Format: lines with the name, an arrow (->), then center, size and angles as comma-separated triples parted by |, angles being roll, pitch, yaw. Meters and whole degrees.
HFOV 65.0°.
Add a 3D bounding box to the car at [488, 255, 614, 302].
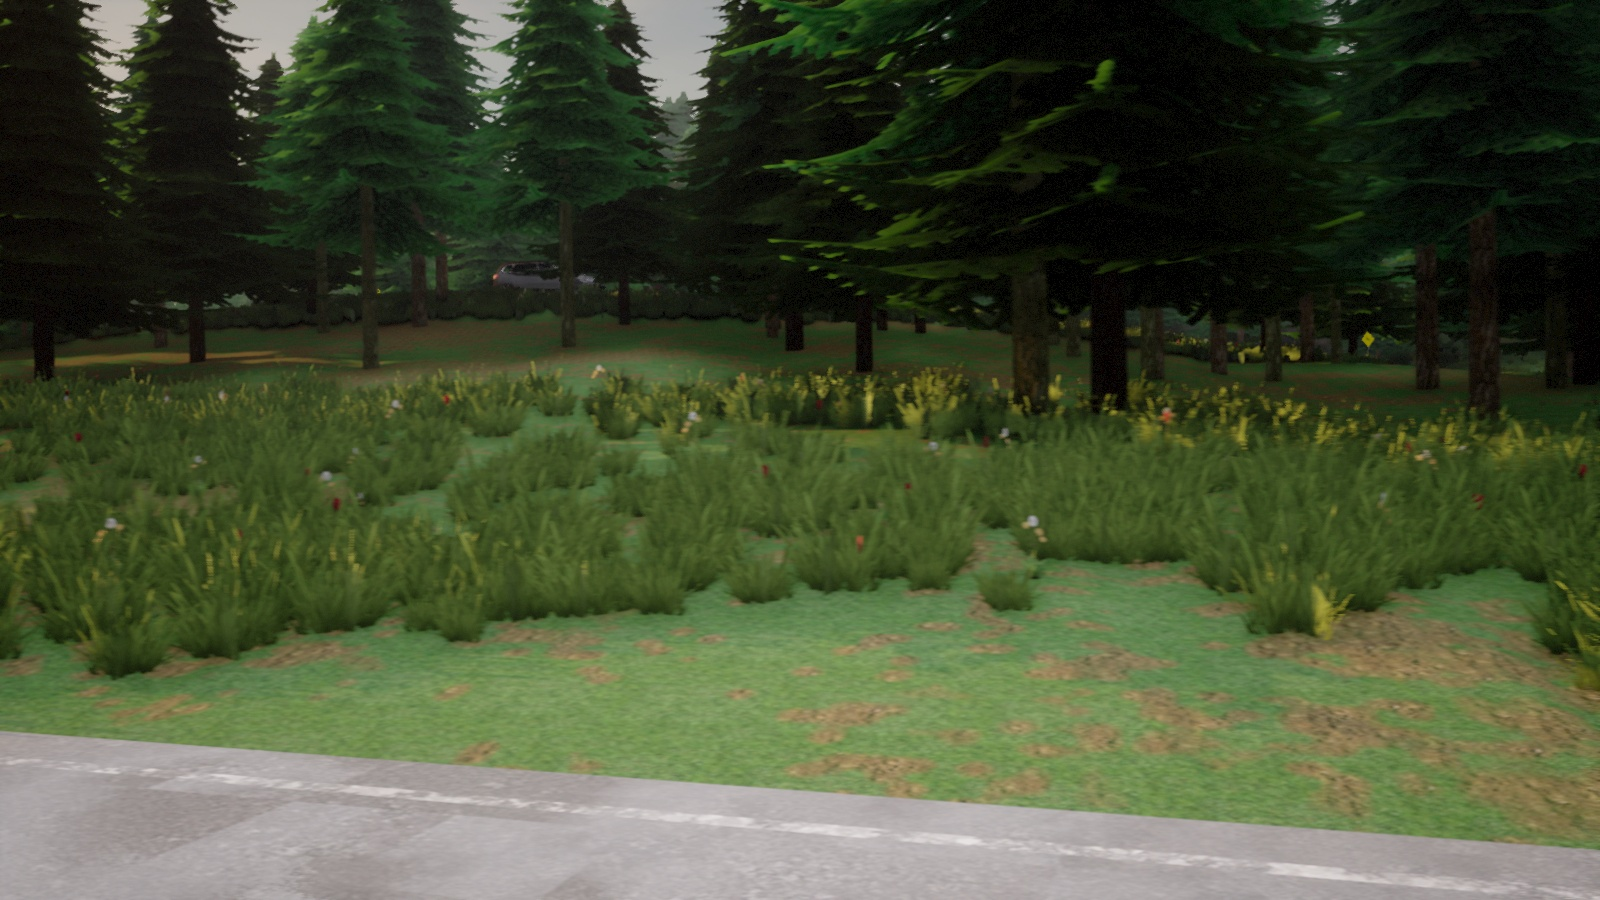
car -> -10.254, -7.051, 51.862 | 4.611, 1.667, 2.242 | 1, 1, 10
